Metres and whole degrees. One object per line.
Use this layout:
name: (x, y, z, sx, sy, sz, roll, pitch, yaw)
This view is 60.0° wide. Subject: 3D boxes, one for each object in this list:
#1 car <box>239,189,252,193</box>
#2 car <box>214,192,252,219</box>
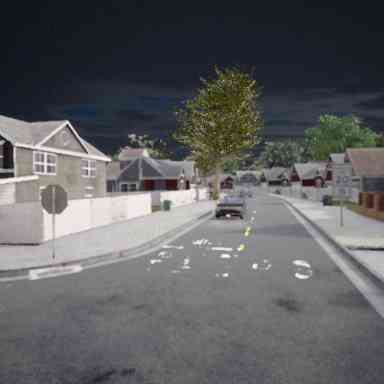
car: (8.167, 0.235, 50.923, 1.812, 1.442, 4.674, 0, 1, 7)
car: (2.754, 0.975, 22.626, 2.033, 1.411, 5.357, 0, 1, 13)
